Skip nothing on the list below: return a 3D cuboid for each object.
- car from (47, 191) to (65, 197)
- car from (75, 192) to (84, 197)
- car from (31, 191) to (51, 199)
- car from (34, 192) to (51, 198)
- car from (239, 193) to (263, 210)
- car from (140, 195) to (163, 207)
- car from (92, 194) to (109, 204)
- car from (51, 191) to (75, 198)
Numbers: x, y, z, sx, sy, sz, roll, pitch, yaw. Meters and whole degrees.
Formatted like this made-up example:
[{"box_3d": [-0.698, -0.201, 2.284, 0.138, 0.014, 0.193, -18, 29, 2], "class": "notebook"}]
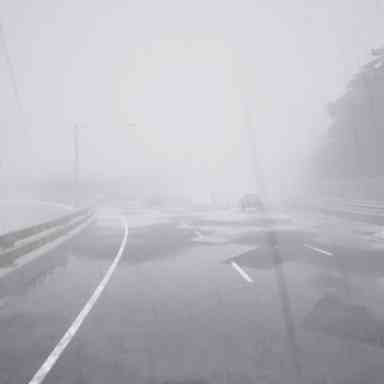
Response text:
[{"box_3d": [-34.939, 0.607, 85.238, 4.892, 1.490, 1.837, 0, 1, 36], "class": "car"}, {"box_3d": [-27.188, 0.818, 78.526, 4.674, 1.442, 1.812, 0, 1, 42], "class": "car"}, {"box_3d": [-34.916, 0.737, 76.109, 4.553, 1.767, 2.097, 0, 1, 39], "class": "car"}, {"box_3d": [-37.122, 0.681, 82.503, 4.674, 1.442, 1.812, 0, 1, 36], "class": "car"}, {"box_3d": [6.034, 0.901, 34.314, 2.097, 1.767, 4.553, 0, 1, 4], "class": "car"}, {"box_3d": [-5.041, 1.054, 40.682, 2.128, 1.511, 4.902, -1, 1, -23], "class": "car"}, {"box_3d": [-14.190, 1.038, 51.061, 1.812, 1.442, 4.674, -1, 1, -31], "class": "car"}, {"box_3d": [-29.504, 0.693, 75.893, 4.553, 1.767, 2.097, 0, 1, 42], "class": "car"}]
